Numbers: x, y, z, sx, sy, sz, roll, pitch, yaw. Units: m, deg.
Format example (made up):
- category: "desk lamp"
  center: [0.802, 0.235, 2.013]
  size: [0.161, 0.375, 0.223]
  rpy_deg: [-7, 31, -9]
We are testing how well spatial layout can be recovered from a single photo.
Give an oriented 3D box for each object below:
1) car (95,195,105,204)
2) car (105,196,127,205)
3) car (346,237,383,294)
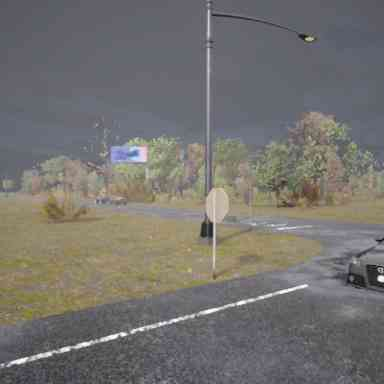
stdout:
- category: "car"
  center: [-16.308, 1.393, 60.918]
  size: [1.837, 1.490, 4.892]
  rpy_deg: [0, 0, -34]
- category: "car"
  center: [-12.248, 1.427, 54.916]
  size: [1.812, 1.442, 4.674]
  rpy_deg: [0, 0, -33]
- category: "car"
  center: [5.482, 1.557, 7.774]
  size: [4.181, 1.385, 1.994]
  rpy_deg: [0, 0, -35]
